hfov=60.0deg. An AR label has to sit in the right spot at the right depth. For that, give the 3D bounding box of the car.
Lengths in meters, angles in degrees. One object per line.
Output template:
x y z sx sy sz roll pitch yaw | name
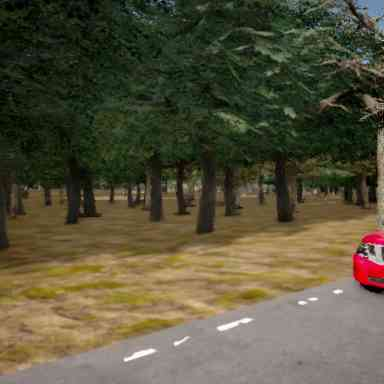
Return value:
6.016 1.181 7.647 5.566 2.045 2.150 0 0 -35 | car
